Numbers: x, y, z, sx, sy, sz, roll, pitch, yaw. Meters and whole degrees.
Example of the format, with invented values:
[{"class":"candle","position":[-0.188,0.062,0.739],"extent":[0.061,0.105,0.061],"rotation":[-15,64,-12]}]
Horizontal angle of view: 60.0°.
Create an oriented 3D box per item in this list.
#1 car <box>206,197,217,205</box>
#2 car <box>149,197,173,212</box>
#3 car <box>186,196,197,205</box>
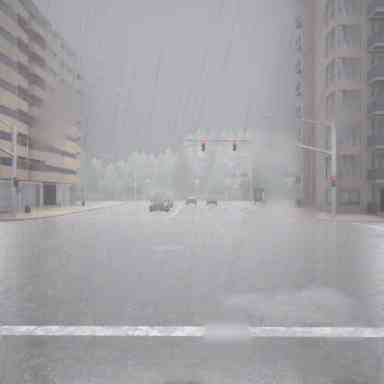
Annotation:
[{"class":"car","position":[3.546,1.547,59.453],"extent":[2.033,1.411,5.357],"rotation":[0,0,2]},{"class":"car","position":[-3.655,1.352,38.356],"extent":[2.097,1.767,4.553],"rotation":[0,0,0]},{"class":"car","position":[-0.088,1.526,60.090],"extent":[1.812,1.442,4.674],"rotation":[0,0,0]}]
